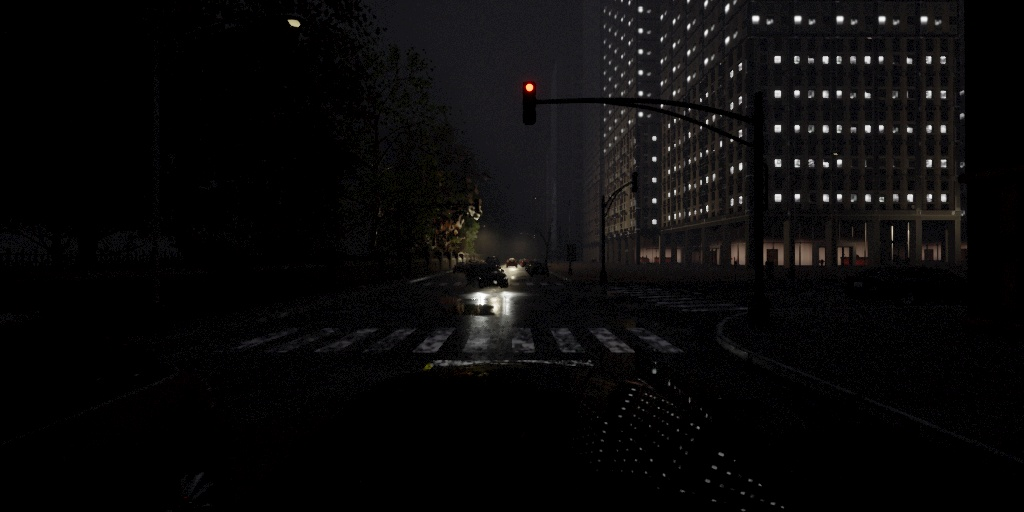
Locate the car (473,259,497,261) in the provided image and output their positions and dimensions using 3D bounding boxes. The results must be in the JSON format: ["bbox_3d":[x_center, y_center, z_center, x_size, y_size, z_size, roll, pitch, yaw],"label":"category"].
[{"bbox_3d":[-3.113,1.332,41.497,1.994,1.385,4.181,0,0,0],"label":"car"}]

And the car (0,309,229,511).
[{"bbox_3d":[-3.100,1.101,0.645,2.097,1.767,4.553,0,0,0],"label":"car"}]

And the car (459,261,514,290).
[{"bbox_3d":[-1.764,1.262,22.671,1.837,1.490,4.892,-2,0,-20],"label":"car"}]

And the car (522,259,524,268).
[{"bbox_3d":[2.674,1.338,46.896,1.948,1.339,4.313,0,0,0],"label":"car"}]

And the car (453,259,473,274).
[{"bbox_3d":[-5.705,1.349,41.261,1.802,1.307,4.207,0,0,0],"label":"car"}]

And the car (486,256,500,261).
[{"bbox_3d":[-3.106,1.004,56.387,2.150,2.045,5.566,0,0,3],"label":"car"}]

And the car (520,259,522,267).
[{"bbox_3d":[2.669,1.336,63.794,1.888,1.381,4.507,0,0,0],"label":"car"}]

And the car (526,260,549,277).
[{"bbox_3d":[2.677,1.329,35.631,1.948,1.339,4.313,0,0,0],"label":"car"}]

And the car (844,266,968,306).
[{"bbox_3d":[14.681,1.026,13.052,4.313,1.339,1.948,0,0,0],"label":"car"}]

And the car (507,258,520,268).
[{"bbox_3d":[-0.021,1.266,62.083,1.882,1.535,5.008,0,0,0],"label":"car"}]

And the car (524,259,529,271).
[{"bbox_3d":[2.676,1.333,41.264,1.948,1.339,4.313,0,0,0],"label":"car"}]
